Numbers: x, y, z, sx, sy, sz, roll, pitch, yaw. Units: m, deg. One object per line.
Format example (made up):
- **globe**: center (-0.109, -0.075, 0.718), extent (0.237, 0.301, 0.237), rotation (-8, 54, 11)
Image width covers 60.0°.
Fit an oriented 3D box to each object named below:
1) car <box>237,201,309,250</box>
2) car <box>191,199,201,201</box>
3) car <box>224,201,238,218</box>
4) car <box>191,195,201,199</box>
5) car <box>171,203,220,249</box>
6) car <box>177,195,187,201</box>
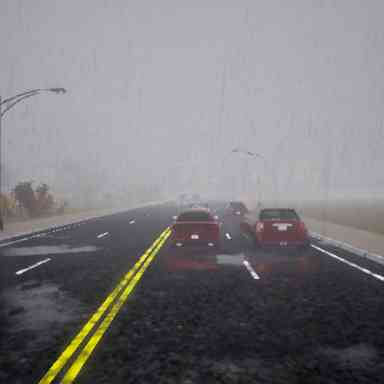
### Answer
- **car**: center (3.406, 1.364, 14.491), extent (2.097, 1.767, 4.553), rotation (0, 0, 1)
- **car**: center (0.632, 1.606, 29.577), extent (1.895, 1.301, 4.718), rotation (0, 0, 2)
- **car**: center (3.878, 1.522, 29.409), extent (1.812, 1.442, 4.674), rotation (0, 0, 2)
- **car**: center (0.963, 1.384, 76.934), extent (1.837, 1.490, 4.892), rotation (0, 0, 6)
- **car**: center (0.158, 1.483, 14.589), extent (1.882, 1.535, 5.008), rotation (0, 0, 1)
- **car**: center (-2.266, 1.409, 77.303), extent (1.812, 1.442, 4.674), rotation (0, 0, 6)
